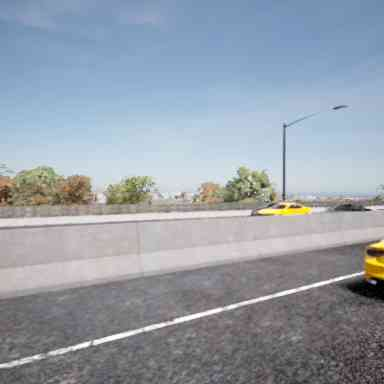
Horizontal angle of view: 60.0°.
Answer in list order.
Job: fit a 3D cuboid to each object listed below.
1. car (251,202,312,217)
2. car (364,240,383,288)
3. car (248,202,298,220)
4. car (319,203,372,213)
[{"bbox_3d":[7.363,1.598,26.260,5.008,1.535,1.882,0,0,-35],"label":"car"},{"bbox_3d":[6.212,1.530,8.132,5.008,1.535,1.882,0,0,-35],"label":"car"},{"bbox_3d":[7.524,1.663,30.629,4.674,1.442,1.812,0,0,-35],"label":"car"},{"bbox_3d":[11.437,1.616,24.826,5.008,1.535,1.882,0,0,-35],"label":"car"}]
